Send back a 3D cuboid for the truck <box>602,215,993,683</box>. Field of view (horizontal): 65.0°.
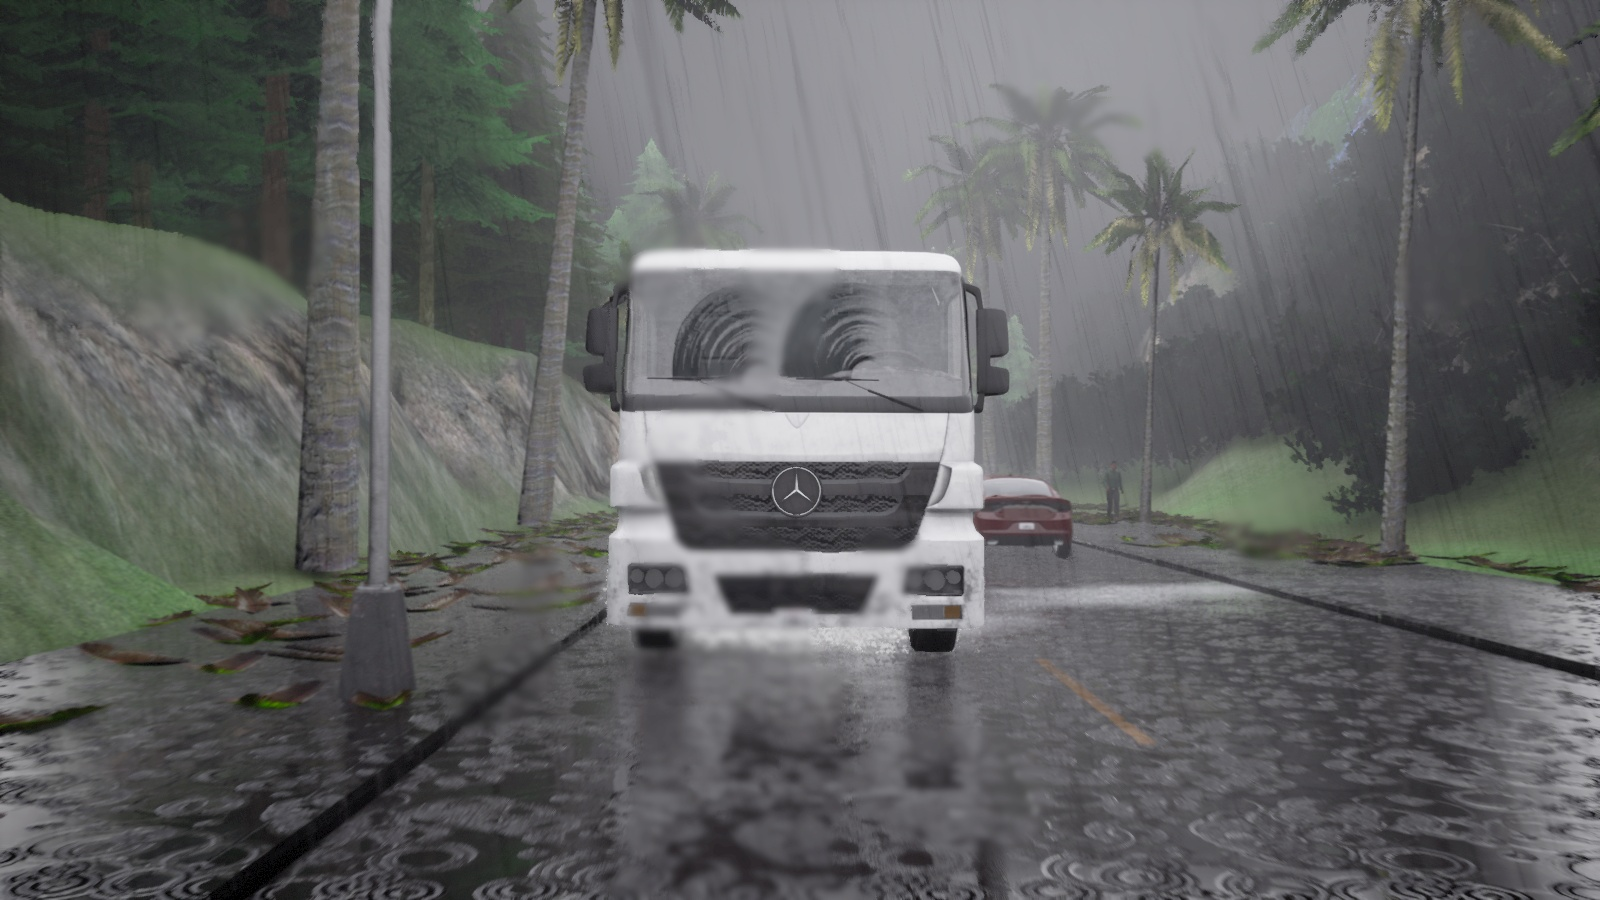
[{"bbox_3d":[-0.032,0.055,13.289,2.891,3.462,7.936,0,-1,0],"label":"truck"}]

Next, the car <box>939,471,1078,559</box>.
[{"bbox_3d":[3.948,1.189,24.635,1.882,1.535,5.008,0,-1,0],"label":"car"}]

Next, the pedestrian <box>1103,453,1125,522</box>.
[{"bbox_3d":[9.042,1.076,36.190,0.423,1.949,0.788,0,-1,1],"label":"pedestrian"}]
